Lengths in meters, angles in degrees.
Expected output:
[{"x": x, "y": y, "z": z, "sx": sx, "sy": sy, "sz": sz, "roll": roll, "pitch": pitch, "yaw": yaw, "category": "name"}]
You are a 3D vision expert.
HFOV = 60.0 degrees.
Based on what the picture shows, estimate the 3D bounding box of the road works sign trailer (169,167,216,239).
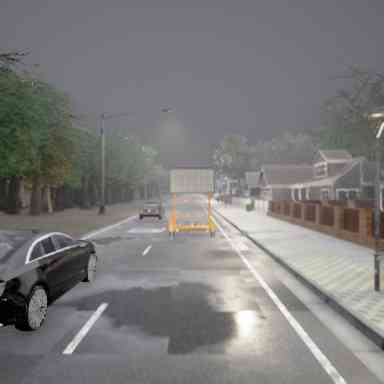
[{"x": 0.014, "y": 0.484, "z": 17.407, "sx": 2.380, "sy": 3.560, "sz": 2.880, "roll": 0, "pitch": 0, "yaw": 0, "category": "road works sign trailer"}]

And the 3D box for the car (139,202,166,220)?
[{"x": -3.376, "y": 1.589, "z": 28.752, "sx": 2.033, "sy": 1.411, "sz": 5.357, "roll": 0, "pitch": 0, "yaw": 0, "category": "car"}]

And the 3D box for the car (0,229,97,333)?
[{"x": -3.393, "y": 1.497, "z": 6.782, "sx": 2.128, "sy": 1.511, "sz": 4.902, "roll": 0, "pitch": 0, "yaw": 0, "category": "car"}]
